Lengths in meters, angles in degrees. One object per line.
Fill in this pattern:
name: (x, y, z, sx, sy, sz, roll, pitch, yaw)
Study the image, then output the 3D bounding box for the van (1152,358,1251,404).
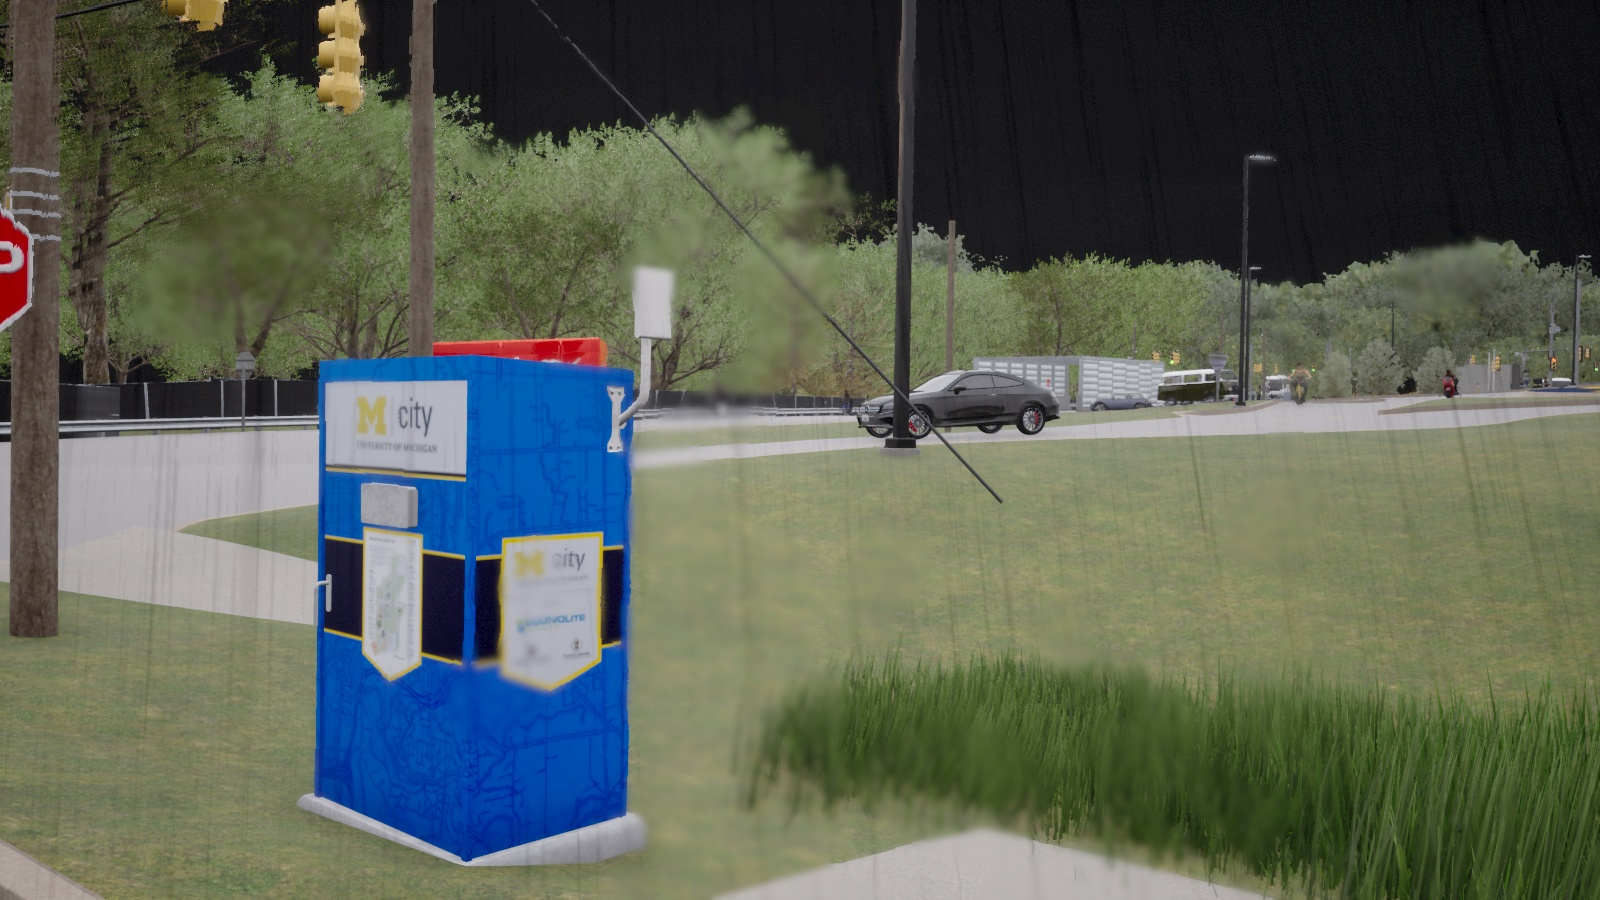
van: (21.222, -3.635, 66.572, 2.069, 2.038, 4.480, -4, 0, -39)

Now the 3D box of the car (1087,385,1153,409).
car: (20.715, -3.411, 81.331, 3.806, 1.475, 1.970, 0, 1, 26)

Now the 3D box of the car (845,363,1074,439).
car: (3.504, -1.083, 27.466, 4.674, 1.442, 1.812, -3, 3, -24)

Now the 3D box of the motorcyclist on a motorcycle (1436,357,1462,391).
motorcyclist on a motorcycle: (30.596, -3.599, 59.180, 0.797, 1.523, 2.044, -4, 1, 33)

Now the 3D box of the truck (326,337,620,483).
truck: (-6.408, -0.795, 25.299, 5.204, 2.467, 2.627, -4, 1, -4)
